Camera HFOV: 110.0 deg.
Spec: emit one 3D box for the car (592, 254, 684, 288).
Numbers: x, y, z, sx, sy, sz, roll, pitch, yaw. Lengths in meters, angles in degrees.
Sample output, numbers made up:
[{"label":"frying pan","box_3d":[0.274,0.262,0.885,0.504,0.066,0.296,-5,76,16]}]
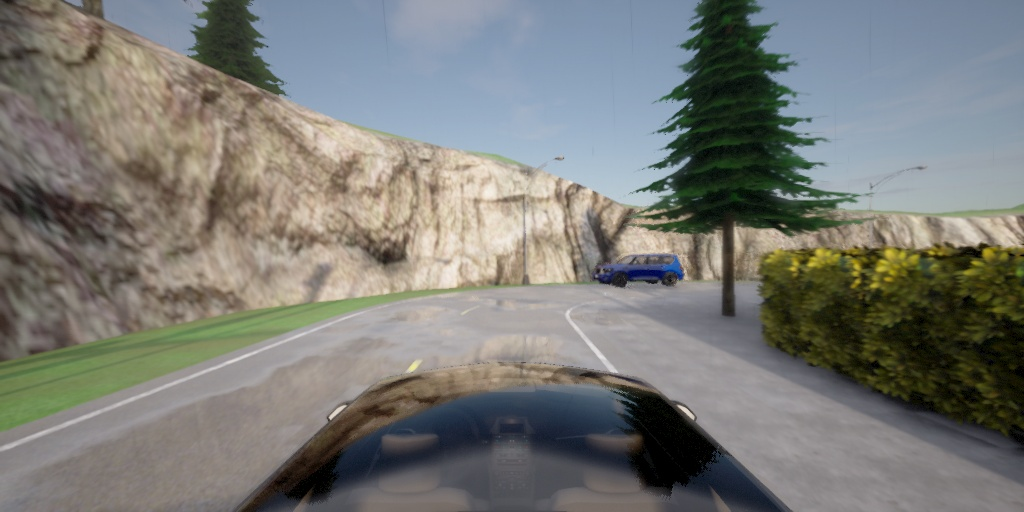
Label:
[{"label":"car","box_3d":[7.873,0.885,22.447,5.566,2.045,2.150,0,0,-11]}]
